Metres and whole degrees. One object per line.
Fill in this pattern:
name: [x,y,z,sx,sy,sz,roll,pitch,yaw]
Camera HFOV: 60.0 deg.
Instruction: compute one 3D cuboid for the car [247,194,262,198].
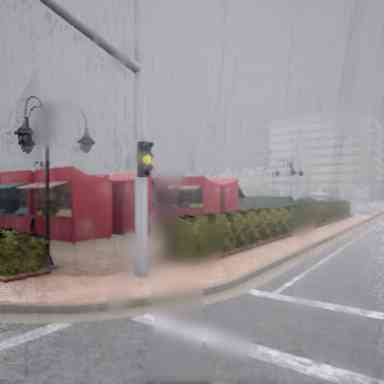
car: [9.378,1.304,52.969,4.605,1.855,1.932,0,0,35]
